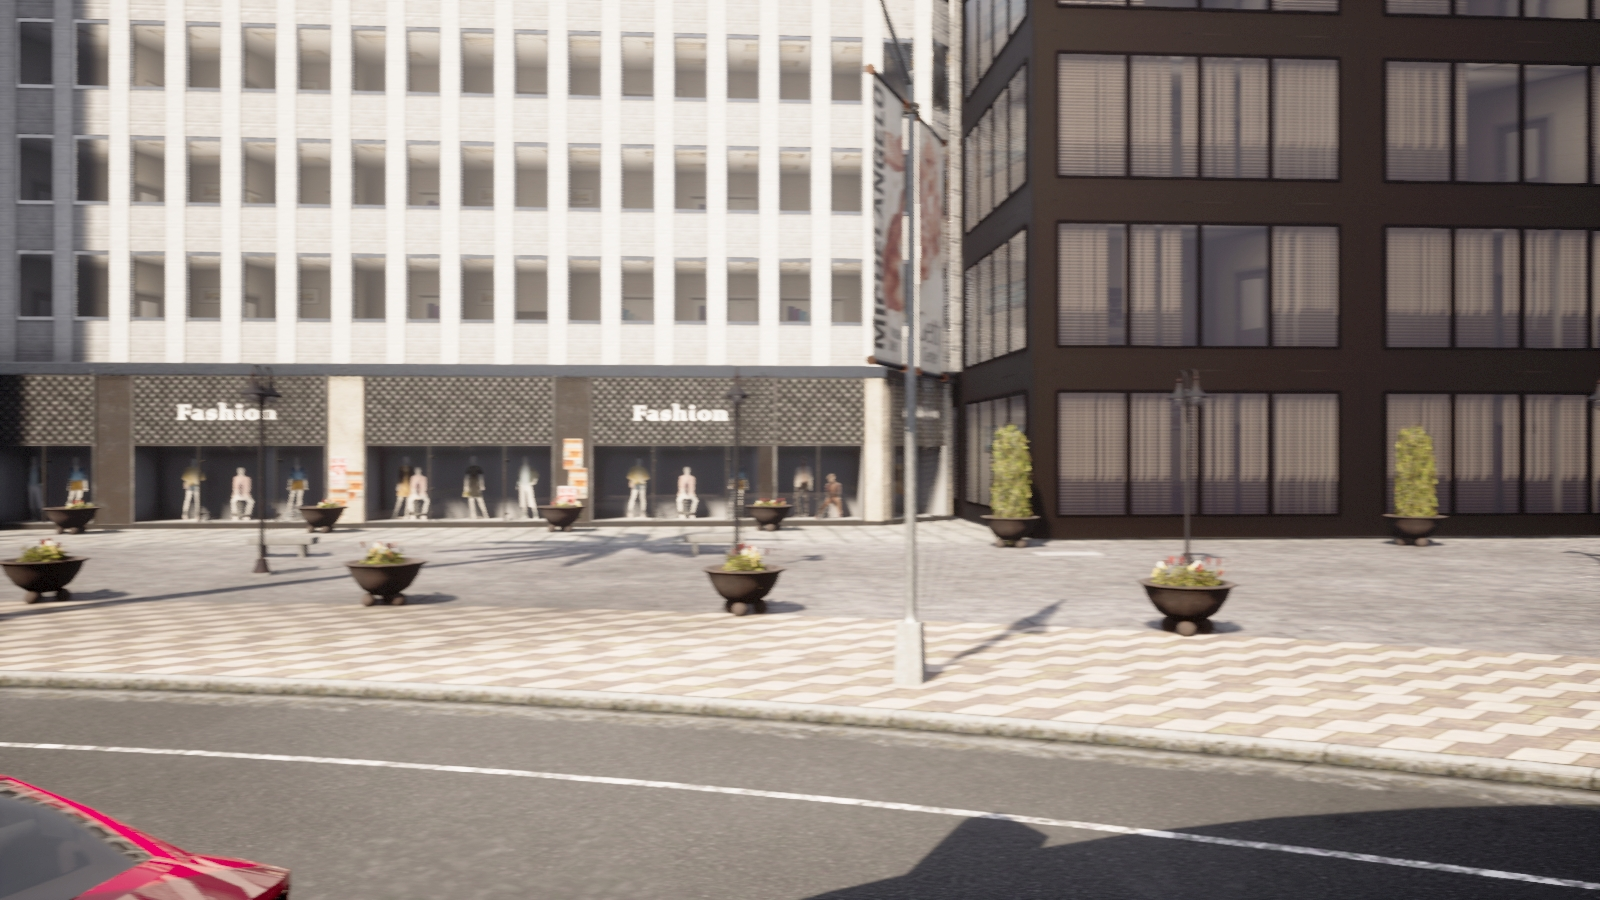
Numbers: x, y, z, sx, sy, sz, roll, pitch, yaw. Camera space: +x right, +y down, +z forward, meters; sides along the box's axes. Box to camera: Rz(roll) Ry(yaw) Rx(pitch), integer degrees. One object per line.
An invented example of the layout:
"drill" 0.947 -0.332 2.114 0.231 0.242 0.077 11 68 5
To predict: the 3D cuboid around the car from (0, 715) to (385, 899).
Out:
"car" -4.476 2.032 4.551 5.006 1.535 2.097 0 0 15
